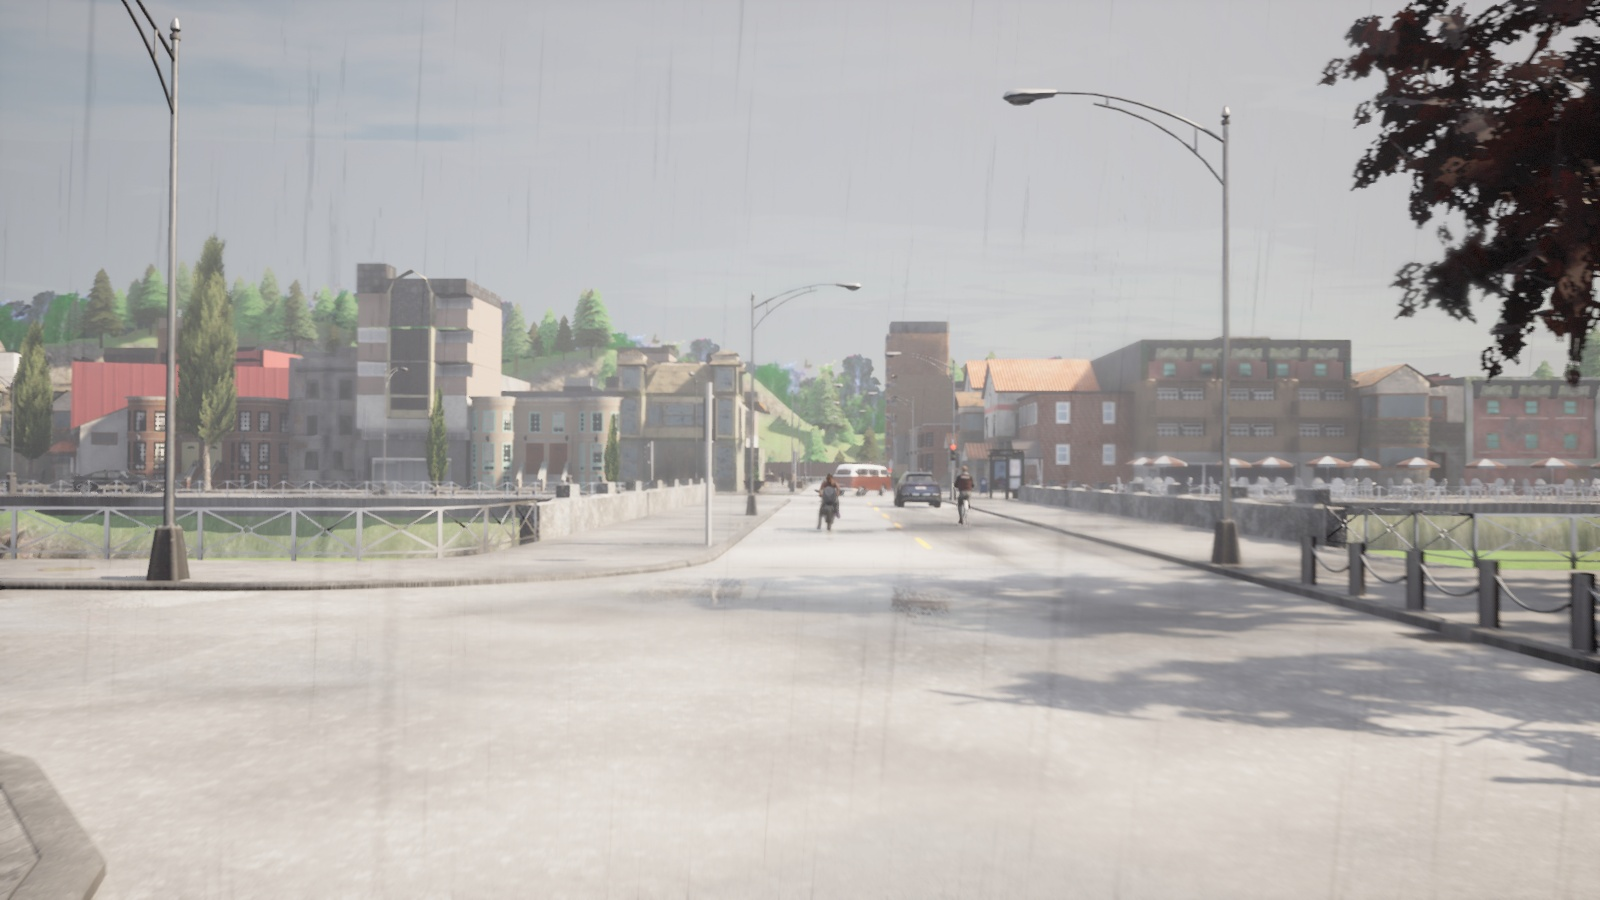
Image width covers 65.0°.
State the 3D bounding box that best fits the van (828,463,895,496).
[{"bbox_3d":[3.999,1.887,81.111,2.069,2.038,4.480,0,-1,38],"label":"van"}]

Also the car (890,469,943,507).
[{"bbox_3d":[5.243,1.681,56.907,2.033,1.649,4.856,0,-1,1],"label":"car"}]

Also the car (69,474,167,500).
[{"bbox_3d":[-41.563,2.254,76.578,5.008,1.535,1.882,0,-1,1],"label":"car"}]

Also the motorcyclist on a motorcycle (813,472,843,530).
[{"bbox_3d":[0.772,1.366,33.982,0.797,1.523,2.044,0,-1,2],"label":"motorcyclist on a motorcycle"}]
